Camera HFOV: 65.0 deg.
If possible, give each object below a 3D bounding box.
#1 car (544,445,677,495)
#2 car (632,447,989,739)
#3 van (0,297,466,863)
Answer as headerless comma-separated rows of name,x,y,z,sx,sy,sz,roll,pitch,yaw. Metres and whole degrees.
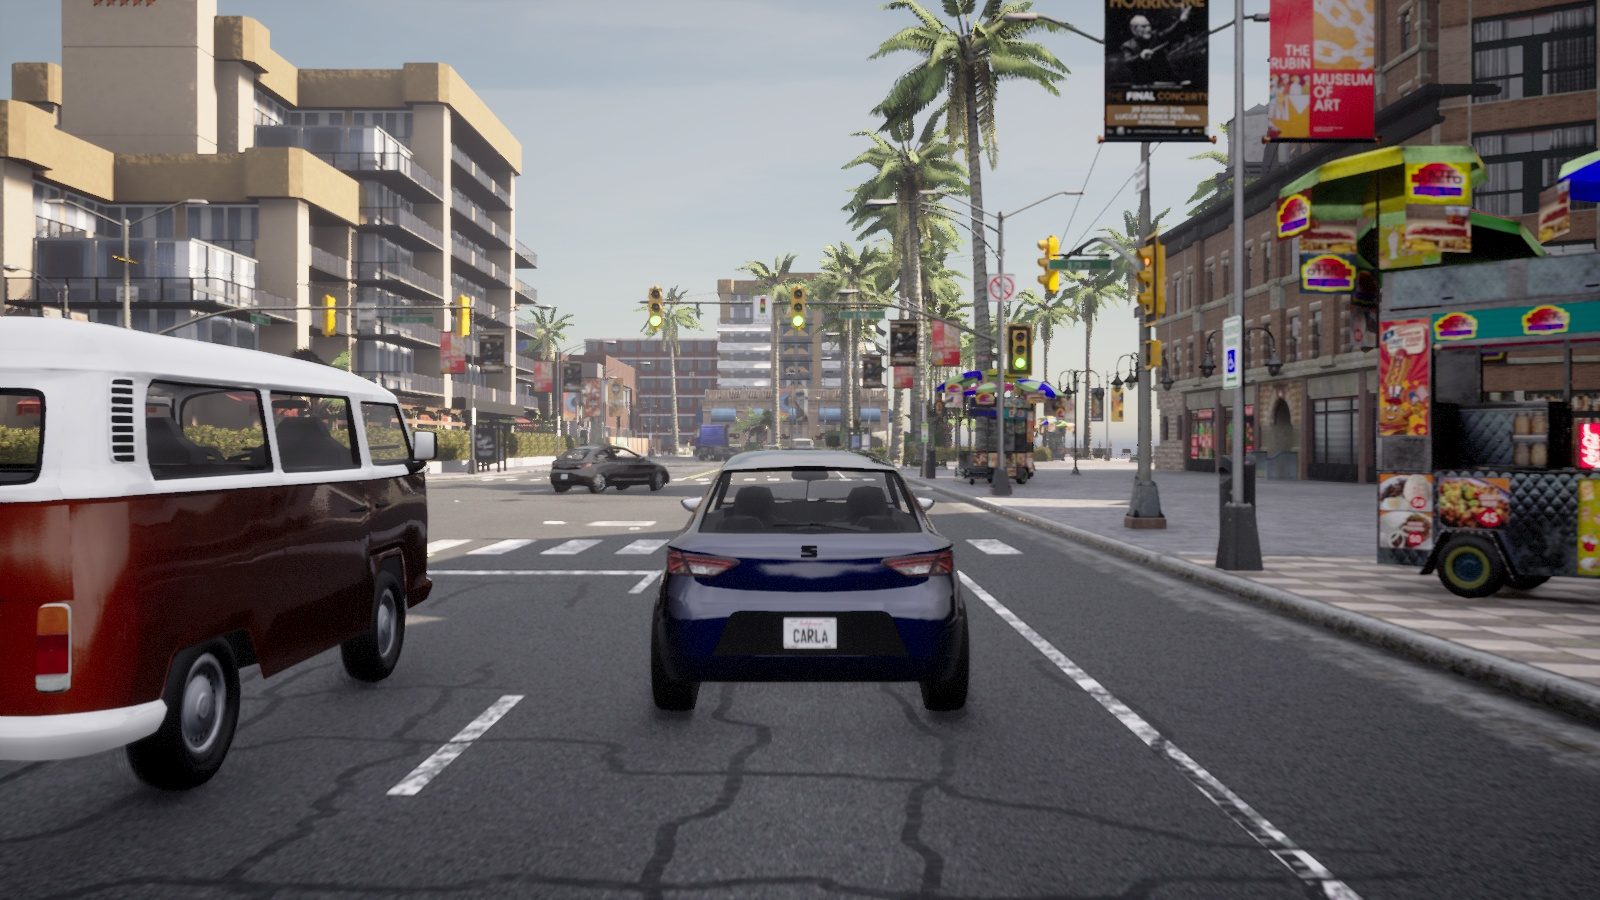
car,-5.938,0.592,39.808,1.816,1.474,4.193,0,0,34
car,0.057,0.726,8.489,1.816,1.474,4.193,0,0,0
van,-3.414,0.443,6.746,2.069,2.038,4.480,0,1,0
